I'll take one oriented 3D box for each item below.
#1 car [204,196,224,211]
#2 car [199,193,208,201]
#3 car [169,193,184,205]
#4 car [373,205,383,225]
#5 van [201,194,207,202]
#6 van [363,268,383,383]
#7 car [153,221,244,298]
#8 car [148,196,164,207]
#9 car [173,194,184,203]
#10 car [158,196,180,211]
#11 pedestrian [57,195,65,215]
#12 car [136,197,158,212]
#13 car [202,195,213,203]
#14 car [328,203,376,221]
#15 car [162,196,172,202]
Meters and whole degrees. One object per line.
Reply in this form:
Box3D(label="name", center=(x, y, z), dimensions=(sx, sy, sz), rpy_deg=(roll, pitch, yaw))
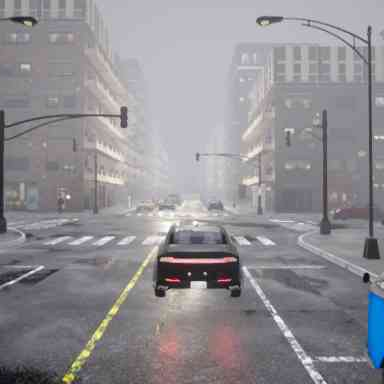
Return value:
Box3D(label="car", center=(2.823, 1.568, 39.979), dimensions=(1.947, 1.339, 4.313), rpy_deg=(1, 0, 0))
Box3D(label="car", center=(2.963, 1.327, 85.119), dimensions=(2.192, 1.841, 5.009), rpy_deg=(1, 0, 0))
Box3D(label="car", center=(-2.883, 1.220, 54.611), dimensions=(2.150, 2.045, 5.566), rpy_deg=(0, 1, 3))
Box3D(label="car", center=(13.598, 1.577, 19.750), dimensions=(4.313, 1.339, 1.947), rpy_deg=(0, -1, 1))
Box3D(label="van", center=(2.877, 1.346, 56.906), dimensions=(1.690, 1.788, 3.998), rpy_deg=(1, 0, 0))
Box3D(label="van", center=(2.680, 1.341, 2.032), dimensions=(1.690, 1.788, 3.998), rpy_deg=(1, 0, 0))
Box3D(label="car", center=(0.126, 1.492, 8.523), dimensions=(2.128, 1.511, 4.902), rpy_deg=(0, 0, 0))
Box3D(label="car", center=(-5.521, 1.444, 51.289), dimensions=(1.967, 1.590, 4.097), rpy_deg=(1, 0, 0))
Box3D(label="car", center=(-2.792, 1.361, 69.268), dimensions=(2.097, 1.767, 4.553), rpy_deg=(0, 0, 0))
Box3D(label="car", center=(-2.972, 1.550, 40.842), dimensions=(2.033, 1.411, 5.357), rpy_deg=(0, 0, 0))
Box3D(label="pedestrian", center=(-12.444, 1.208, 31.466), dimensions=(0.375, 1.860, 0.375), rpy_deg=(0, -1, 1))
Box3D(label="car", center=(-5.556, 1.528, 39.833), dimensions=(1.752, 1.417, 4.829), rpy_deg=(1, 0, 0))
Box3D(label="car", center=(2.840, 1.554, 45.621), dimensions=(2.008, 1.369, 4.403), rpy_deg=(1, 0, 0))
Box3D(label="car", center=(13.727, 1.600, 28.131), dimensions=(4.097, 1.590, 1.967), rpy_deg=(0, -1, 1))
Box3D(label="car", center=(-5.455, 1.553, 73.859), dimensions=(1.887, 1.381, 4.507), rpy_deg=(1, 0, 0))
